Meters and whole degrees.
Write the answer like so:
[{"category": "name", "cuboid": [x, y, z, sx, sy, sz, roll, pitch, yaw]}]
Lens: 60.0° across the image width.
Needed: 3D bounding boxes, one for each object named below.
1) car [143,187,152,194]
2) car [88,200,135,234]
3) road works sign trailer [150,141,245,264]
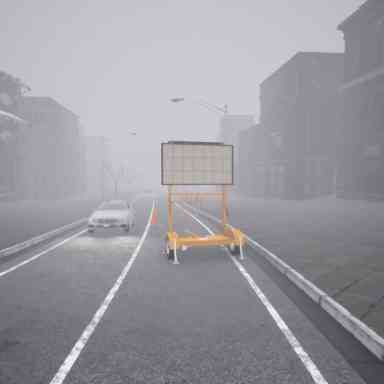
[{"category": "car", "cuboid": [-9.546, -0.318, 71.583, 1.994, 1.385, 4.181, 0, 4, -6]}, {"category": "car", "cuboid": [-3.907, 1.140, 16.735, 1.812, 1.442, 4.674, 0, 1, -5]}, {"category": "road works sign trailer", "cuboid": [0.141, 0.174, 10.847, 2.380, 3.560, 2.880, -1, 1, -16]}]
